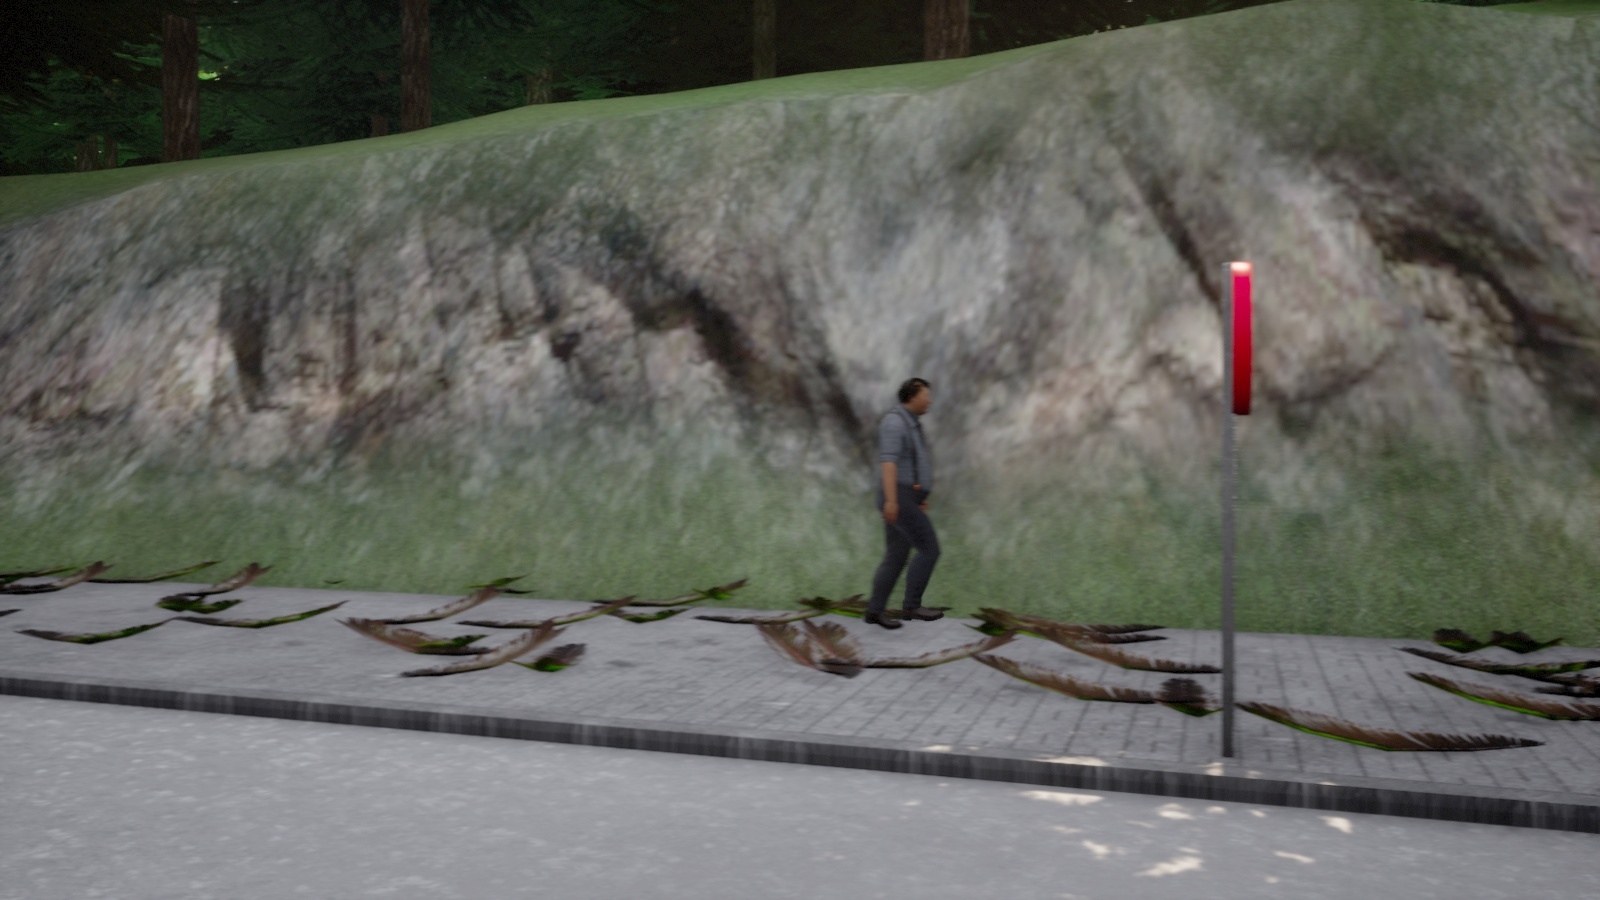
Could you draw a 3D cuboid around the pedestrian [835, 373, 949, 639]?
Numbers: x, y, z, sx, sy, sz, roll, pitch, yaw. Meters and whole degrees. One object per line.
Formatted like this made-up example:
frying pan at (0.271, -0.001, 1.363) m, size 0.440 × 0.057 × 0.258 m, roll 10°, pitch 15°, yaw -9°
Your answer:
pedestrian at (0.672, 0.386, 9.088) m, size 0.694 × 1.848 × 0.540 m, roll 1°, pitch 1°, yaw 19°
